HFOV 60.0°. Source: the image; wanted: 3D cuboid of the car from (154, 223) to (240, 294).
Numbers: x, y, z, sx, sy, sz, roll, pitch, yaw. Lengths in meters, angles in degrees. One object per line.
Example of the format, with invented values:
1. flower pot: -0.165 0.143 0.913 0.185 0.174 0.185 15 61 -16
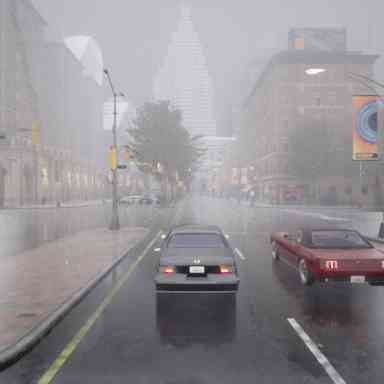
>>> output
1. car: 0.092 1.547 8.938 2.033 1.411 5.357 0 0 0

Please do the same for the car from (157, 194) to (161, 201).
1. car: -8.072 1.526 68.976 1.812 1.442 4.674 0 0 0

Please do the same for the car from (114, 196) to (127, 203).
1. car: -14.822 1.595 69.185 1.895 1.301 4.718 0 0 0

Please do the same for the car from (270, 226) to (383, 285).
1. car: 3.591 1.601 9.421 1.895 1.301 4.718 0 0 0

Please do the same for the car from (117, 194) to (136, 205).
1. car: -11.618 1.526 58.918 1.812 1.442 4.674 0 0 0

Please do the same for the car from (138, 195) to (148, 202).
1. car: -11.583 1.524 79.198 1.812 1.442 4.674 0 0 0

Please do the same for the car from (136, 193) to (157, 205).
1. car: -8.119 1.491 59.208 2.128 1.511 4.902 0 0 0
